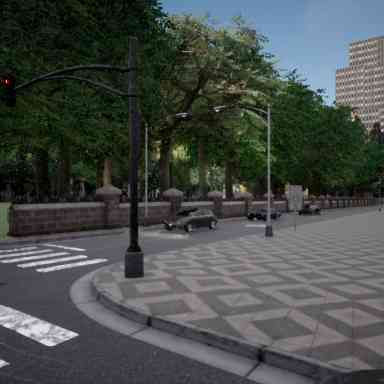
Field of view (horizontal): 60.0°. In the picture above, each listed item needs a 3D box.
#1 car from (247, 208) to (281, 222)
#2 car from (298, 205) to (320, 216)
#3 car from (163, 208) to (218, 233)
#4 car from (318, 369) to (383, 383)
[{"bbox_3d":[7.282,2.279,33.475,1.895,1.301,4.718,0,-1,35],"label":"car"},{"bbox_3d":[16.300,2.485,46.120,1.882,1.535,5.008,0,-2,36],"label":"car"},{"bbox_3d":[0.013,1.923,23.181,1.837,1.490,4.892,0,-2,35],"label":"car"},{"bbox_3d":[2.518,1.551,1.167,4.403,1.369,2.008,0,0,36],"label":"car"}]
